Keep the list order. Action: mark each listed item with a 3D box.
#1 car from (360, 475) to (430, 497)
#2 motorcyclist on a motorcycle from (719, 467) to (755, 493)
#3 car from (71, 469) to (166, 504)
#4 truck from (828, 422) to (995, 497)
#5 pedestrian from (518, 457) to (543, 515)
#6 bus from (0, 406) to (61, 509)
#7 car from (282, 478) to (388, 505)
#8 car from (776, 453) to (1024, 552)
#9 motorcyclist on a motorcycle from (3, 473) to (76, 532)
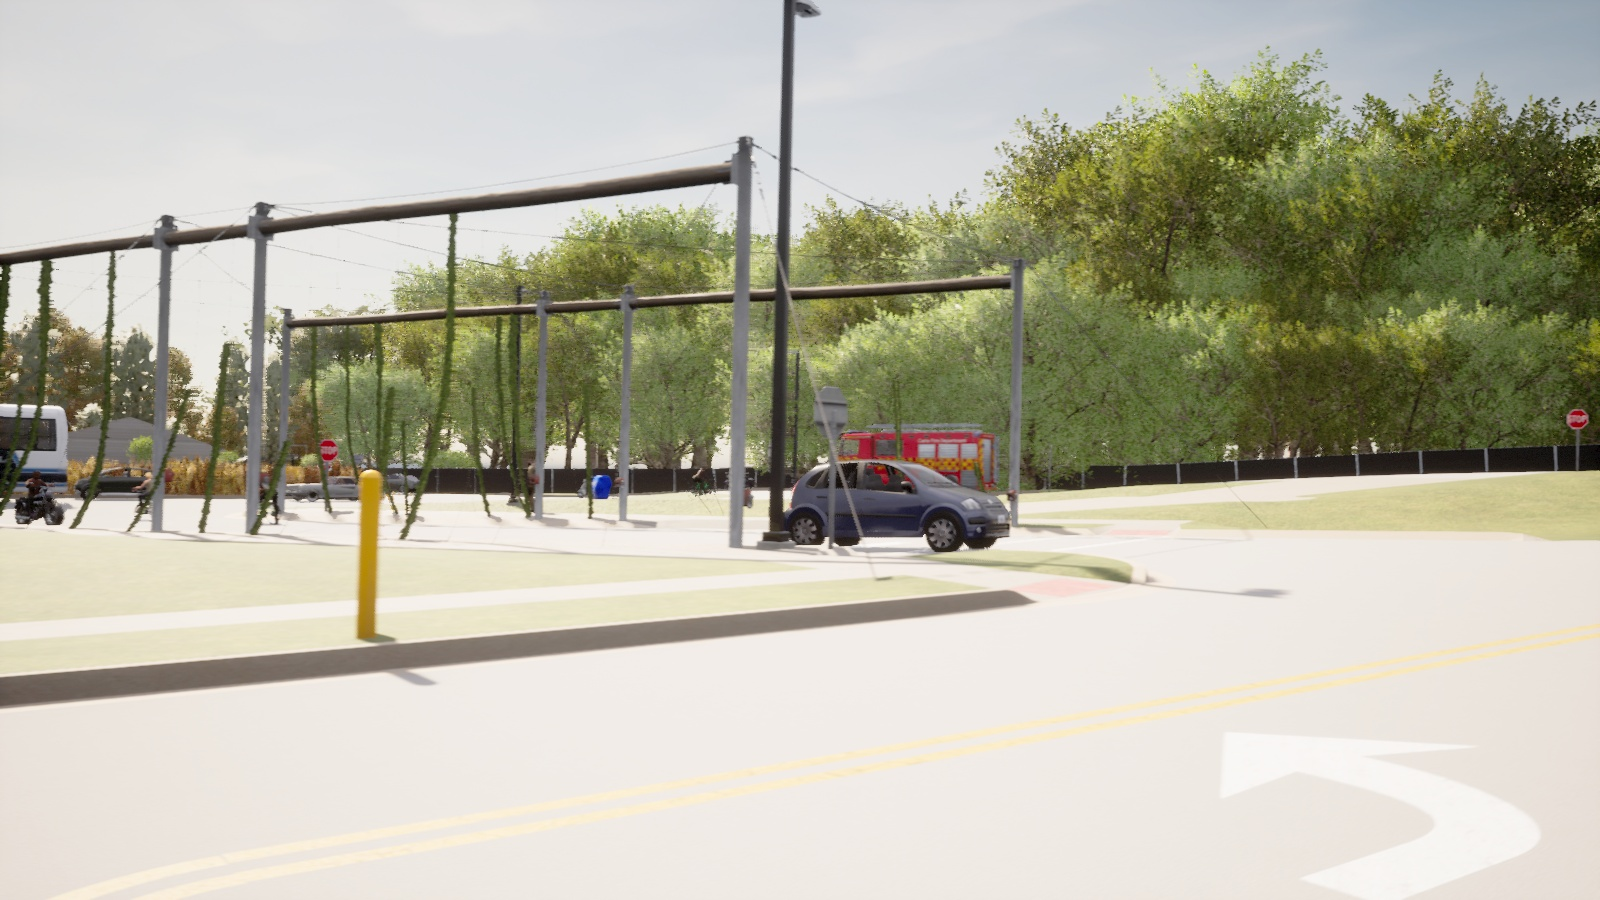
[{"bbox_3d":[-27.626,2.440,85.672,4.181,1.385,1.994,0,0,20],"label":"car"},{"bbox_3d":[-3.988,1.893,79.171,2.191,1.530,0.866,-2,-1,34],"label":"motorcyclist on a motorcycle"},{"bbox_3d":[-32.238,1.728,59.417,3.705,1.549,1.789,2,-1,-35],"label":"car"},{"bbox_3d":[5.935,0.551,67.381,8.468,3.827,2.891,0,-2,29],"label":"truck"},{"bbox_3d":[-9.094,1.217,42.442,0.692,1.930,0.396,1,-1,31],"label":"pedestrian"},{"bbox_3d":[-36.714,0.224,51.909,10.273,4.253,3.944,2,0,-35],"label":"bus"},{"bbox_3d":[-23.761,2.106,64.251,1.895,1.301,4.718,-1,-2,44],"label":"car"},{"bbox_3d":[1.756,0.922,22.351,3.988,1.617,1.851,-2,-2,31],"label":"car"},{"bbox_3d":[-21.637,1.480,35.719,2.350,1.649,0.766,-1,-2,32],"label":"motorcyclist on a motorcycle"}]
